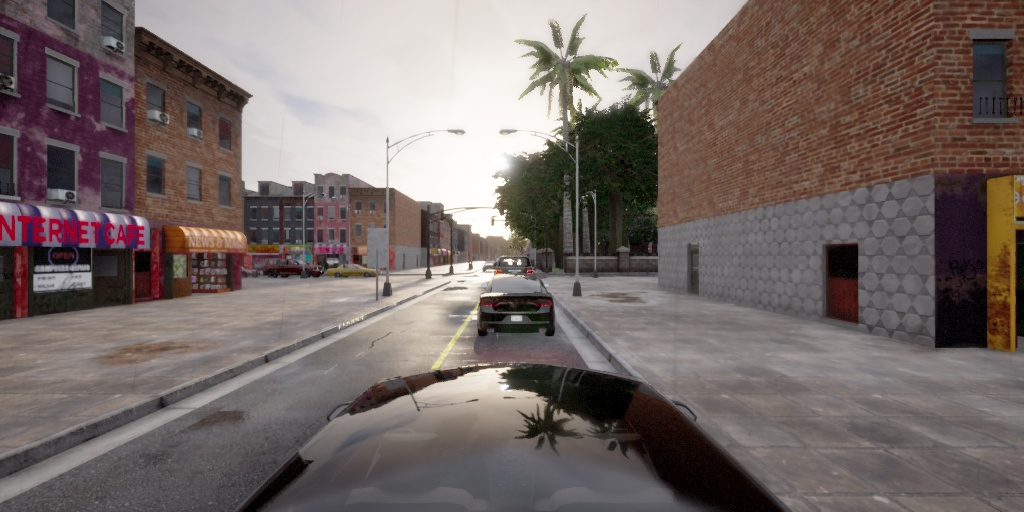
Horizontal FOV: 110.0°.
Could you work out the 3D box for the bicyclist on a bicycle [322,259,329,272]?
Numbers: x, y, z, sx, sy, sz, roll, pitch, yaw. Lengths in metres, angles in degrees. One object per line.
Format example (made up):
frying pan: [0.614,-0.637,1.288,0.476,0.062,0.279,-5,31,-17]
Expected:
bicyclist on a bicycle: [-20.131,1.124,38.597,0.582,1.620,1.656,0,0,0]

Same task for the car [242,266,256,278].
car: [-25.503,1.409,32.947,4.207,1.307,1.802,0,0,0]

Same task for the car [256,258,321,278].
car: [-20.051,1.127,32.951,5.009,1.841,2.192,0,0,0]

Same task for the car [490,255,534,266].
car: [0.109,0.980,20.374,2.150,2.045,5.566,0,0,-1]

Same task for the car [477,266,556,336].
car: [0.102,1.230,10.405,1.882,1.535,5.008,0,0,0]

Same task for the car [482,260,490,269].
car: [-2.842,1.316,47.819,1.812,1.442,4.674,0,0,0]

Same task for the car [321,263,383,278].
car: [-14.429,1.324,32.956,4.829,1.417,1.751,0,0,0]
